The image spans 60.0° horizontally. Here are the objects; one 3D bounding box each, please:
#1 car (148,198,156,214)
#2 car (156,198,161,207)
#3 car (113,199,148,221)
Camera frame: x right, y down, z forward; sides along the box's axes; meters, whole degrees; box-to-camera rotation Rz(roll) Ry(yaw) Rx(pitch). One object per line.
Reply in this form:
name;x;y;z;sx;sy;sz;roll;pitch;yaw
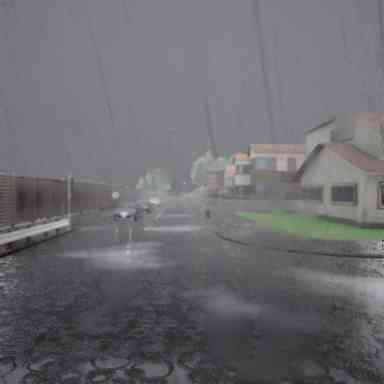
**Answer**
car;-5.530;1.584;37.423;1.837;1.490;4.892;0;0;-1
car;-6.065;1.654;53.026;1.812;1.442;4.674;0;0;-2
car;-5.165;1.541;27.330;2.128;1.511;4.902;0;0;-2
